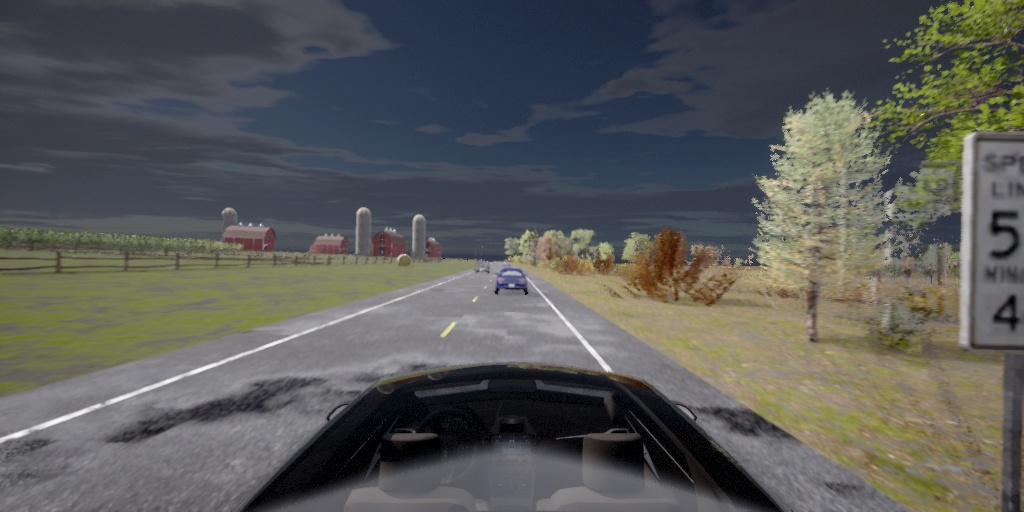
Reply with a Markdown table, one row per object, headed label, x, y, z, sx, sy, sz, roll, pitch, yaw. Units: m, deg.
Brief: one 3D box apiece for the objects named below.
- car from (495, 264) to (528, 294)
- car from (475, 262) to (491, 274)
| label | x | y | z | sx | sy | sz | roll | pitch | yaw |
| --- | --- | --- | --- | --- | --- | --- | --- | --- | --- |
| car | -0.031 | 1.438 | 21.502 | 1.812 | 1.442 | 4.674 | 1 | 0 | 0 |
| car | -3.793 | 1.574 | 47.128 | 2.128 | 1.511 | 4.902 | 1 | -1 | -1 |
